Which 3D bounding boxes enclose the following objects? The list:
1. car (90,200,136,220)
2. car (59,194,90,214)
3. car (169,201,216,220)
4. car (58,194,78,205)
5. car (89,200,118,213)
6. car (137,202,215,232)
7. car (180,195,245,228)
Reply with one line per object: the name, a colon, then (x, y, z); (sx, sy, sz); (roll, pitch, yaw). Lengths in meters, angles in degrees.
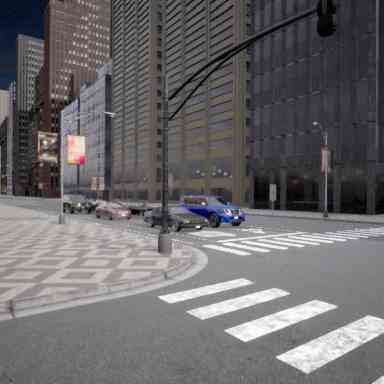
car: (-6.879, 1.585, 28.747); (1.812, 1.442, 4.674); (1, -1, -36)
car: (-13.103, 1.324, 37.471); (2.150, 2.045, 5.566); (1, -1, -36)
car: (-0.093, 1.607, 30.775); (1.837, 1.490, 4.892); (1, 0, -36)
car: (-24.064, 1.489, 64.294); (2.150, 2.045, 5.566); (1, -1, -36)
car: (-10.591, 1.653, 39.541); (1.812, 1.442, 4.674); (1, -1, -35)
car: (-1.182, 1.569, 20.780); (2.033, 1.411, 5.357); (1, -1, -35)
car: (1.145, 1.269, 23.103); (2.150, 2.045, 5.566); (1, -1, -36)
